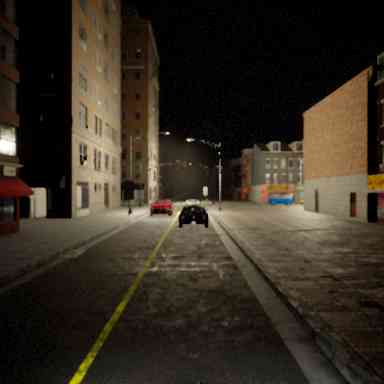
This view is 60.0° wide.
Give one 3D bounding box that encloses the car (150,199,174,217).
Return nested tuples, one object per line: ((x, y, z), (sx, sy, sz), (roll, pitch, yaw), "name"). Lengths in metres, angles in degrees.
((-2.757, 1.430, 30.971), (1.882, 1.535, 5.008), (0, 0, 0), "car")

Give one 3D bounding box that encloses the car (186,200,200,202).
((0.100, 1.542, 37.527), (1.895, 1.301, 4.718), (0, 0, 1), "car")

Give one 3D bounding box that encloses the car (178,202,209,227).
((0.099, 1.566, 22.233), (1.895, 1.301, 4.718), (0, 0, 0), "car")

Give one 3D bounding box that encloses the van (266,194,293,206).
((13.738, 1.255, 52.034), (3.998, 1.788, 1.690), (0, 0, 0), "van")

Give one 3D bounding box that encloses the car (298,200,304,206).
((19.180, 1.435, 52.026), (4.829, 1.417, 1.752), (0, 0, 0), "car")
